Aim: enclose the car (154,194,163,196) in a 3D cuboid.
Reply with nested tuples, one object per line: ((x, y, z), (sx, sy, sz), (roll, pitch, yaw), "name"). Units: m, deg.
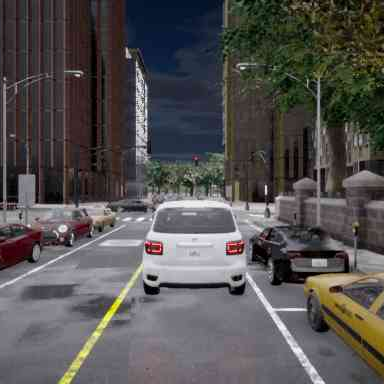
((-5.817, 1.329, 57.573), (2.192, 1.841, 5.009), (0, 0, 0), "car")

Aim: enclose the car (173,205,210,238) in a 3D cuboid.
((0.006, 1.527, 18.496), (1.812, 1.442, 4.674), (0, 0, 0), "car")

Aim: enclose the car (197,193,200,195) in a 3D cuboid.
((2.689, 1.572, 79.331), (1.887, 1.381, 4.507), (0, 0, 0), "car")

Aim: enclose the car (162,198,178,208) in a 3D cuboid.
((-3.140, 1.574, 48.138), (1.994, 1.385, 4.181), (0, 0, 0), "car")

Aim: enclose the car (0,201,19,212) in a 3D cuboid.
((-19.035, 1.259, 31.610), (4.718, 1.301, 1.895), (1, 0, 0), "car")

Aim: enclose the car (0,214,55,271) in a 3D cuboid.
((-5.773, 1.545, 9.252), (1.887, 1.381, 4.507), (0, 0, 0), "car")

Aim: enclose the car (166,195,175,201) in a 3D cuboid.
((-5.847, 1.585, 90.199), (2.008, 1.369, 4.403), (0, 0, 0), "car")

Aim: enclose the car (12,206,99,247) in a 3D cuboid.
((-5.778, 1.441, 14.709), (1.967, 1.590, 4.097), (0, 0, 0), "car")

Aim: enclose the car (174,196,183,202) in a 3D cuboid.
((-3.072, 1.558, 77.346), (2.033, 1.411, 5.357), (0, 0, 0), "car")

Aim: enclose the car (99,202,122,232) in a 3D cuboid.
((-5.783, 1.527, 19.995), (1.752, 1.417, 4.829), (0, 0, 0), "car")

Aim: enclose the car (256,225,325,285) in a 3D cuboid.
((2.752, 1.566, 9.261), (1.947, 1.339, 4.313), (0, 0, 0), "car")

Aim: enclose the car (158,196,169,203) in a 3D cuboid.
((-5.827, 1.602, 68.448), (1.802, 1.307, 4.206), (0, 0, 0), "car")

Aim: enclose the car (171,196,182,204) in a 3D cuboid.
((-3.084, 1.583, 67.007), (1.994, 1.385, 4.181), (0, 0, 1), "car")

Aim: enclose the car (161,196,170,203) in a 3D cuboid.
((-5.832, 1.548, 73.716), (1.752, 1.417, 4.829), (0, 0, 0), "car")

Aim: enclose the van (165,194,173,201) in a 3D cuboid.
((-5.842, 1.372, 84.761), (1.690, 1.788, 3.998), (0, 0, 0), "van")

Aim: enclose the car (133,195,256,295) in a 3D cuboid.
((0.058, 1.222, 8.851), (2.150, 2.045, 5.566), (0, 0, 0), "car")

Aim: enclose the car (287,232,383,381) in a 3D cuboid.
((2.757, 1.525, 3.975), (1.752, 1.417, 4.829), (0, 0, 0), "car")

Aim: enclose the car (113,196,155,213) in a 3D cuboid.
((-5.973, 1.419, 33.593), (4.892, 1.490, 1.837), (1, 1, -23), "car")
